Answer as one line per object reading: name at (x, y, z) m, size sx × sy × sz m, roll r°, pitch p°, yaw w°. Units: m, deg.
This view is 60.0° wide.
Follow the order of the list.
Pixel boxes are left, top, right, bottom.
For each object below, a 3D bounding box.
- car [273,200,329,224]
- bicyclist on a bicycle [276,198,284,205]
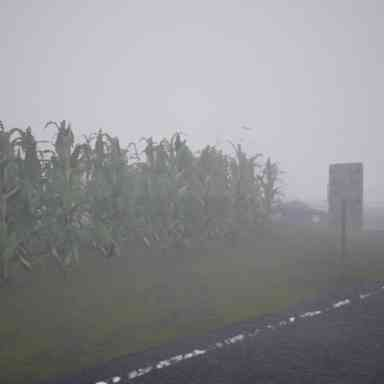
car at (8.264, 1.399, 24.520) m, size 1.882 × 1.535 × 5.008 m, roll 2°, pitch 0°, yaw -36°
bicyclist on a bicycle at (8.931, 1.395, 33.804) m, size 1.656 × 1.620 × 0.582 m, roll 0°, pitch 1°, yaw -36°
